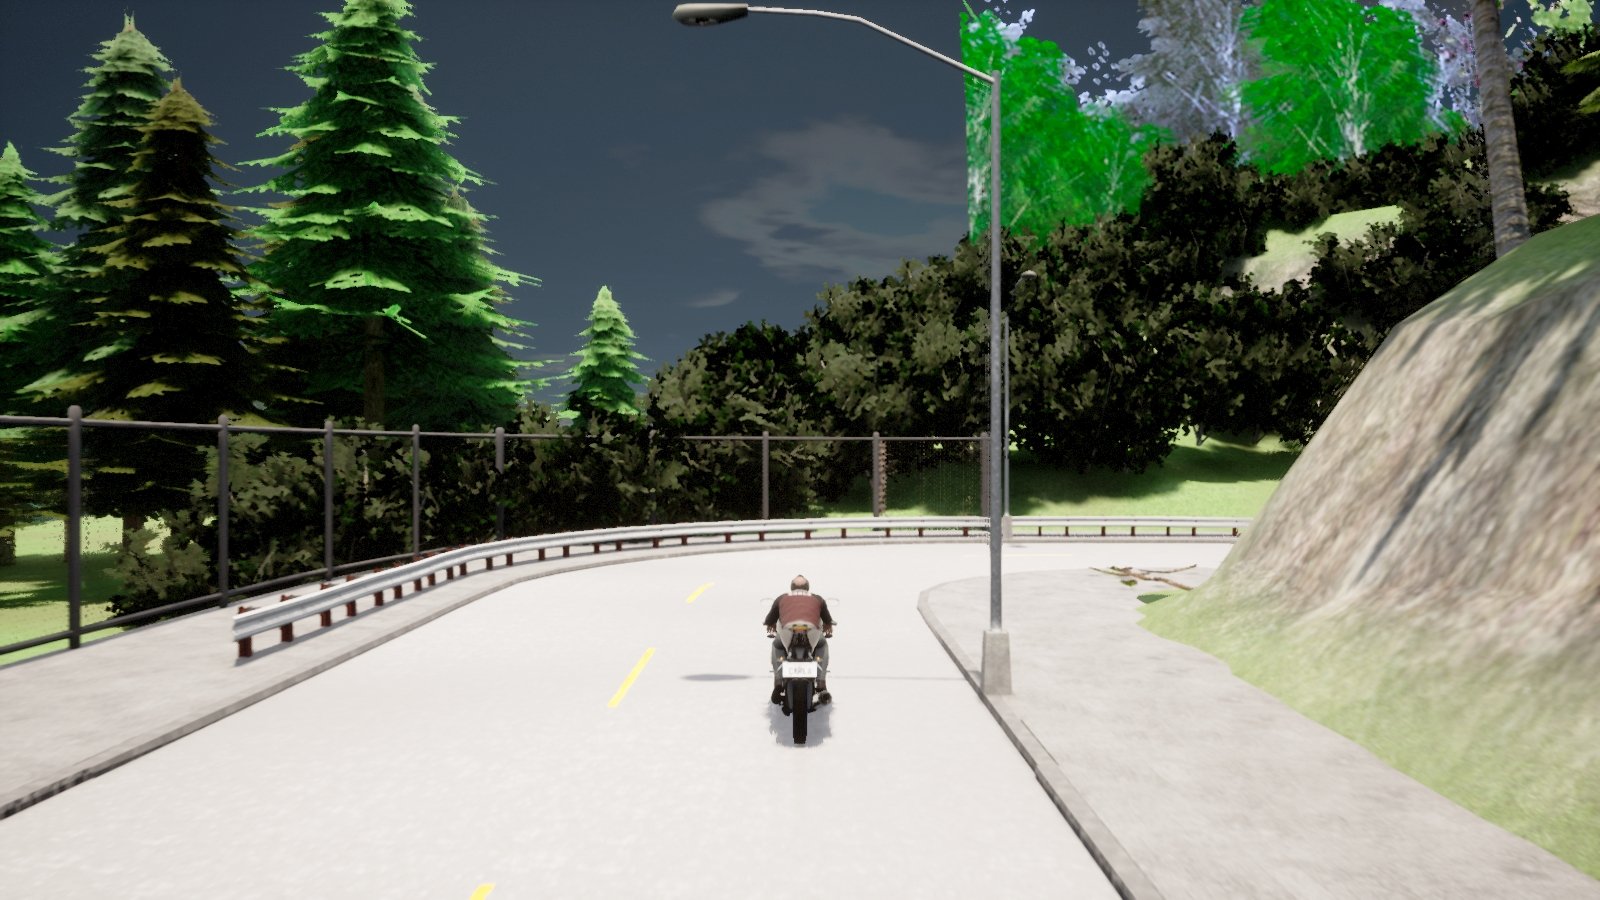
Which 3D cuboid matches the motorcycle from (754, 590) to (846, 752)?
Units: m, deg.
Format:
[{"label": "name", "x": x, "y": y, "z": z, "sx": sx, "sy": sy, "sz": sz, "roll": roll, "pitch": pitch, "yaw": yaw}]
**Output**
[{"label": "motorcycle", "x": -0.001, "y": 2.205, "z": 11.807, "sx": 0.867, "sy": 1.251, "sz": 2.209, "roll": 0, "pitch": 0, "yaw": 0}]
